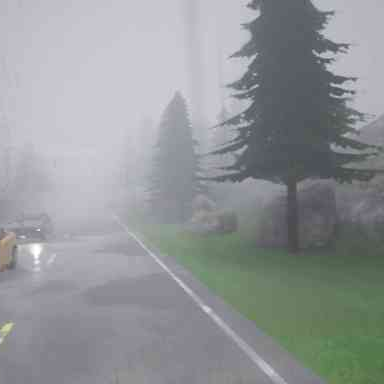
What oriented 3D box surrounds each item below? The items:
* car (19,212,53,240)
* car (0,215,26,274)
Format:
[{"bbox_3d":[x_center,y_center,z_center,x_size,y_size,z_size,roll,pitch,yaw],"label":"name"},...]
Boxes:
[{"bbox_3d":[-9.023,1.839,18.798,2.033,1.411,5.357,-2,0,-17],"label":"car"},{"bbox_3d":[-6.071,1.675,8.871,1.882,1.535,5.008,-2,0,-17],"label":"car"}]
